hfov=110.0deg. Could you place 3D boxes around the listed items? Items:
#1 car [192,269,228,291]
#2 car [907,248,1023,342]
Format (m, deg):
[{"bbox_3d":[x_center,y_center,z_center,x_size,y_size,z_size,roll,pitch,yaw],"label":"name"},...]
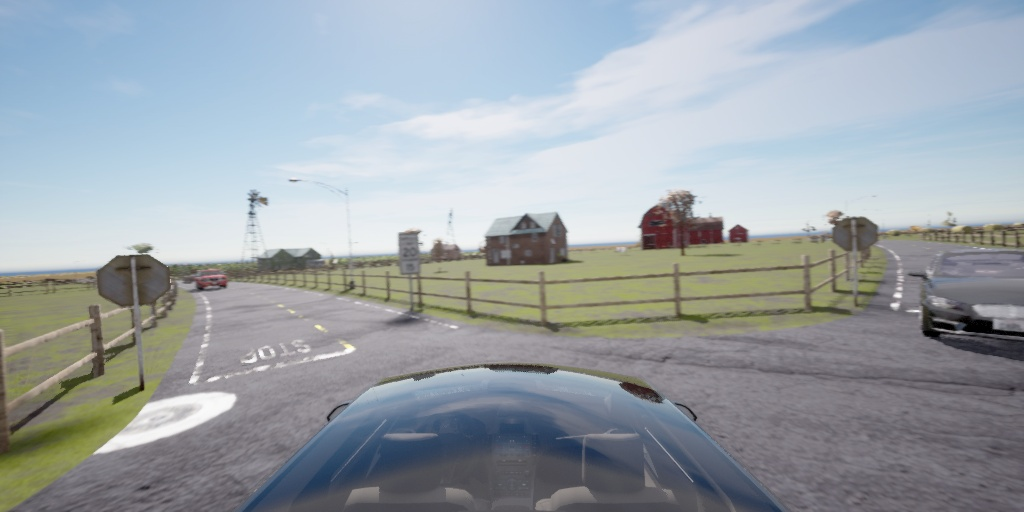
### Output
[{"bbox_3d":[-31.217,2.405,37.200,5.566,2.045,2.150,-3,1,45],"label":"car"},{"bbox_3d":[9.196,0.630,6.878,4.902,1.511,2.128,-4,2,-41],"label":"car"}]
